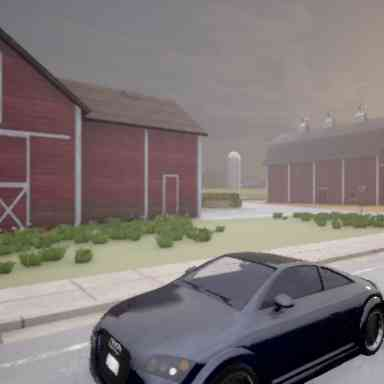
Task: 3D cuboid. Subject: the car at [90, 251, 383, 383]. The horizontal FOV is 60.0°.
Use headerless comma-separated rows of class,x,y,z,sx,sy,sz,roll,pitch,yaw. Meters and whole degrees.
car,0.826,1.570,4.529,4.181,1.385,1.994,0,0,-35
